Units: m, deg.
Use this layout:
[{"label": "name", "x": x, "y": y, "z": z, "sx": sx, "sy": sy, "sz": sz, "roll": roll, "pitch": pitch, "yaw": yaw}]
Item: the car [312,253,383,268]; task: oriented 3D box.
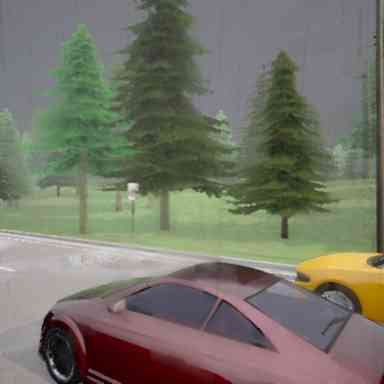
[{"label": "car", "x": 4.209, "y": 1.474, "z": 5.289, "sx": 5.008, "sy": 1.535, "sz": 1.882, "roll": 0, "pitch": 0, "yaw": 36}]

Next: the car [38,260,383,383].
[{"label": "car", "x": 0.044, "y": 1.578, "z": 3.962, "sx": 4.181, "sy": 1.385, "sz": 1.994, "roll": 0, "pitch": 0, "yaw": 36}]
